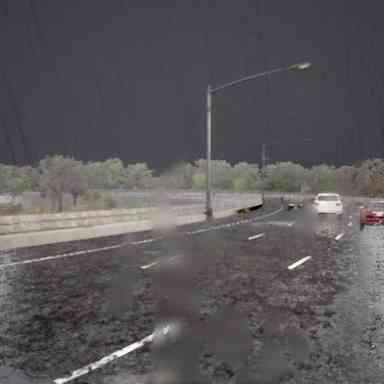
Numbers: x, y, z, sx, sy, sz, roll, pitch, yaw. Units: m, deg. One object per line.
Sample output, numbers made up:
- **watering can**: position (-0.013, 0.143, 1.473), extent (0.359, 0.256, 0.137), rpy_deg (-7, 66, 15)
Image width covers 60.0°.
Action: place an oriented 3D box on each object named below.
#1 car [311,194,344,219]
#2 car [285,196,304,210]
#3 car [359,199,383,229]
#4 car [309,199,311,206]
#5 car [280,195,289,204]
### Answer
- **car**: position (12.067, 1.174, 29.309), extent (2.150, 2.045, 5.566), rpy_deg (0, 0, 25)
- **car**: position (12.799, 1.527, 40.793), extent (1.895, 1.301, 4.718), rpy_deg (0, 0, 19)
- **car**: position (11.729, 1.324, 20.828), extent (2.097, 1.767, 4.553), rpy_deg (0, 0, 29)
- **car**: position (19.223, 1.406, 51.109), extent (2.128, 1.511, 4.902), rpy_deg (0, 0, 13)
- **car**: position (17.521, 1.377, 61.936), extent (2.128, 1.511, 4.902), rpy_deg (0, 0, 7)
